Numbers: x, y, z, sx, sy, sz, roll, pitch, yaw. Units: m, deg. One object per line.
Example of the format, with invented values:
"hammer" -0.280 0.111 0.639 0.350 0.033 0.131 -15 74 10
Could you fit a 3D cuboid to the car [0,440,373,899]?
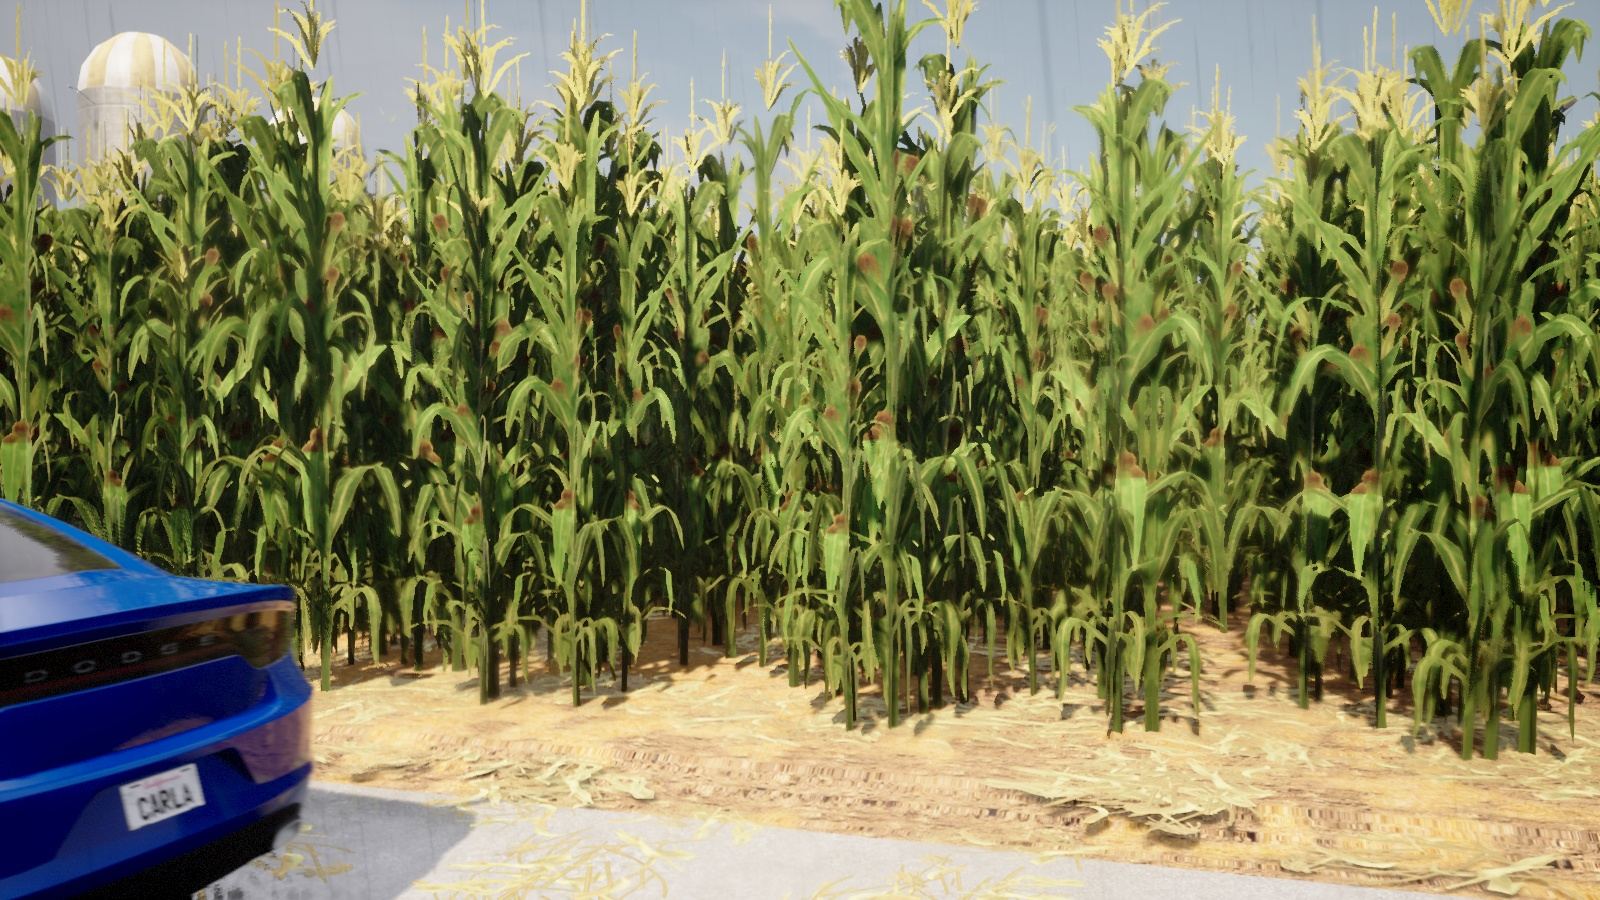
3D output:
"car" -4.116 0.736 4.152 5.008 1.535 1.882 0 1 19
